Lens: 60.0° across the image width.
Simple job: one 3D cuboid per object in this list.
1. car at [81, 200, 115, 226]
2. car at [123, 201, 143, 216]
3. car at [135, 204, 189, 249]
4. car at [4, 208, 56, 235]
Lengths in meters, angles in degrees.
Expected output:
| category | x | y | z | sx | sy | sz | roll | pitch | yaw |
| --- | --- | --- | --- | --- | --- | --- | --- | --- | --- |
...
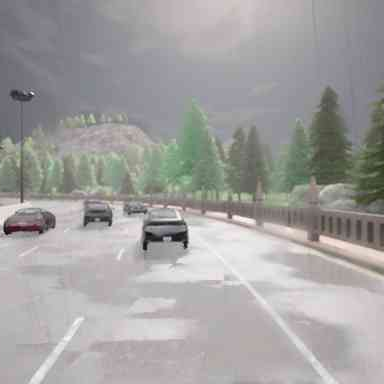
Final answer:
| category | x | y | z | sx | sy | sz | roll | pitch | yaw |
| --- | --- | --- | --- | --- | --- | --- | --- | --- | --- |
| car | -6.600 | 1.537 | 23.565 | 1.837 | 1.490 | 4.892 | 0 | -1 | -13 |
| car | -5.799 | 1.592 | 33.556 | 2.033 | 1.411 | 5.357 | 0 | 0 | -19 |
| car | -1.284 | 1.510 | 14.660 | 2.128 | 1.511 | 4.902 | 0 | 0 | -9 |
| car | -9.216 | 1.594 | 19.248 | 1.994 | 1.385 | 4.181 | 0 | 0 | -12 |
